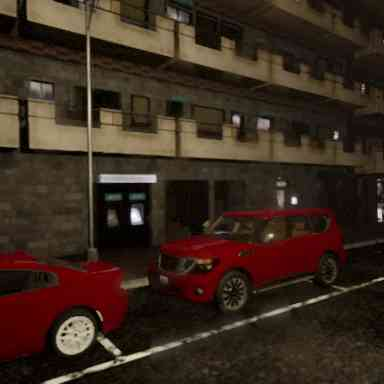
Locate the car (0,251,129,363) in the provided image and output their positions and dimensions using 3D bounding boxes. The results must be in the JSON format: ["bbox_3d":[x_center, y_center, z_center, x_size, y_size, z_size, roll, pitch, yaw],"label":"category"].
[{"bbox_3d":[-3.086,1.545,4.374,4.507,1.381,1.887,0,-1,-35],"label":"car"}]

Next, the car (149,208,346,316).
[{"bbox_3d":[1.521,1.316,7.666,5.009,1.841,2.192,0,-1,-35],"label":"car"}]
